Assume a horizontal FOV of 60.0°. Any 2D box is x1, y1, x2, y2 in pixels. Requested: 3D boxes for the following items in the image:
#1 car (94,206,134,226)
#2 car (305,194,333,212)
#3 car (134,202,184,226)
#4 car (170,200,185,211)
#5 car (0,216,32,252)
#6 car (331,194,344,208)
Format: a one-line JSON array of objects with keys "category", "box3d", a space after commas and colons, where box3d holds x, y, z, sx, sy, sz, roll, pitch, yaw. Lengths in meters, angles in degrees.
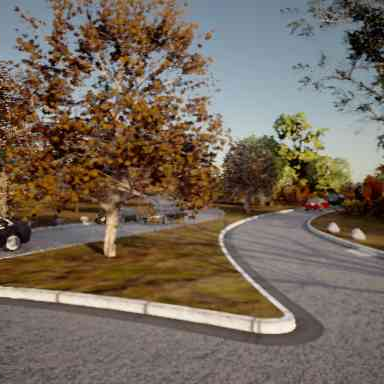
[{"category": "car", "box3d": [-5.681, 1.820, 25.930, 1.994, 1.385, 4.181, 0, -1, 22]}, {"category": "car", "box3d": [16.235, 1.544, 42.994, 2.097, 1.767, 4.553, -1, 1, 36]}, {"category": "car", "box3d": [-2.134, 1.743, 26.073, 2.128, 1.511, 4.902, 0, -1, 21]}, {"category": "car", "box3d": [-2.312, 1.980, 50.948, 1.837, 1.490, 4.892, 0, -1, -8]}, {"category": "car", "box3d": [-8.463, 1.611, 12.319, 1.837, 1.490, 4.892, -1, 0, 29]}, {"category": "car", "box3d": [22.057, 1.272, 50.829, 2.150, 2.045, 5.566, 0, 1, 38]}]
